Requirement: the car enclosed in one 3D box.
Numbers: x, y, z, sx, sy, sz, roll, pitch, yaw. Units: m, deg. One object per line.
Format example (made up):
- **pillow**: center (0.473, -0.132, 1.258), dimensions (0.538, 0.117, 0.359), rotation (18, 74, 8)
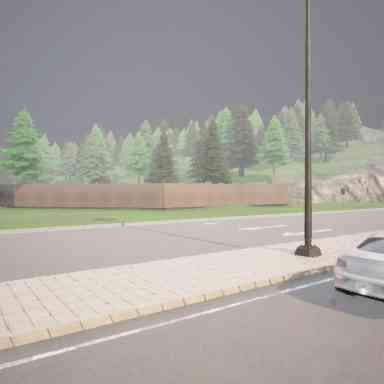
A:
- **car**: center (4.946, 1.526, 7.275), dimensions (4.674, 1.442, 1.812), rotation (0, 0, -35)
